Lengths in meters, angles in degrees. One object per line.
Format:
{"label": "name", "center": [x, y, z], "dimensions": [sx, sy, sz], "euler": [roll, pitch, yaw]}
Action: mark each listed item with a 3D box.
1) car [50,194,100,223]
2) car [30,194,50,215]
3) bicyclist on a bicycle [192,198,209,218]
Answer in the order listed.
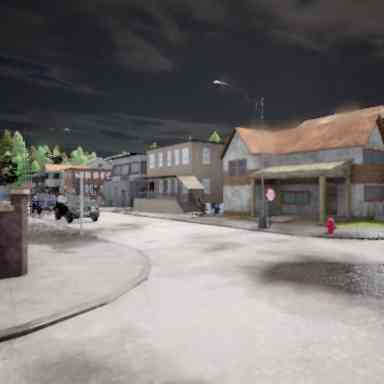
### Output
{"label": "car", "center": [-8.950, 1.184, 25.597], "dimensions": [2.150, 2.045, 5.566], "euler": [0, 0, -35]}
{"label": "car", "center": [-15.168, 1.183, 34.344], "dimensions": [2.150, 2.045, 5.566], "euler": [0, 0, -35]}
{"label": "bicyclist on a bicycle", "center": [0.682, 1.269, 26.552], "dimensions": [1.656, 1.620, 0.582], "euler": [-1, 0, -35]}
